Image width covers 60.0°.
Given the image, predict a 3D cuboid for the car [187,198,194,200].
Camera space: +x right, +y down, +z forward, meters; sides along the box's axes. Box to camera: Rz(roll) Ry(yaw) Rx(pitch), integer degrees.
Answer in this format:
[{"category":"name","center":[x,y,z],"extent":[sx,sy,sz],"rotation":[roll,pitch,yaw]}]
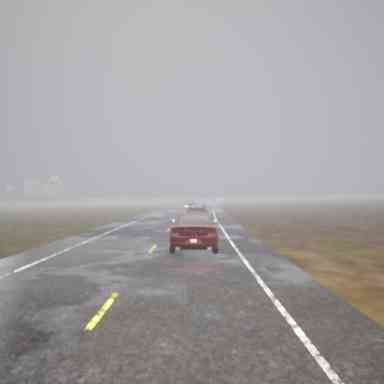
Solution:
[{"category":"car","center":[-0.451,2.172,72.690],"extent":[2.128,1.511,4.902],"rotation":[0,0,5]}]

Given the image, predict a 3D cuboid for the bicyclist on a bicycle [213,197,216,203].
[{"category":"bicyclist on a bicycle","center":[6.147,2.274,94.145],"extent":[0.582,1.620,1.656],"rotation":[0,-1,6]}]

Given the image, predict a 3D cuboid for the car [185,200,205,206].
[{"category":"car","center":[0.471,1.762,29.202],"extent":[2.128,1.511,4.902],"rotation":[0,0,2]}]

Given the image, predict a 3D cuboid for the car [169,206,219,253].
[{"category":"car","center":[0.109,1.614,14.424],"extent":[1.882,1.535,5.008],"rotation":[0,0,1]}]
